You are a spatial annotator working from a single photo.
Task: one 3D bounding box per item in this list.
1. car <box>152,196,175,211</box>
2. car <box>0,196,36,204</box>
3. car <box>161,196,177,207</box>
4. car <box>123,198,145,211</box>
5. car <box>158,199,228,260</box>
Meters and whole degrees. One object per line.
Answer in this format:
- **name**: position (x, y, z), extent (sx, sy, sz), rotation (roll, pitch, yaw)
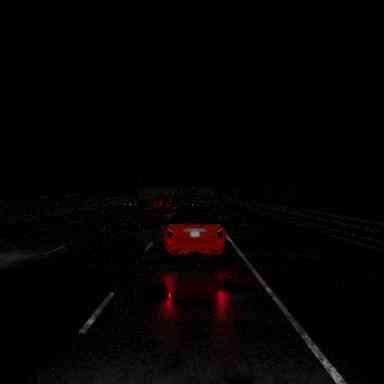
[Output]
- **car**: position (-3.405, 1.264, 38.641), extent (2.097, 1.767, 4.553), rotation (0, 0, 0)
- **car**: position (-17.538, 1.415, 33.955), extent (2.128, 1.511, 4.902), rotation (0, 0, 1)
- **car**: position (-3.409, 1.375, 50.263), extent (2.128, 1.511, 4.902), rotation (0, 0, 0)
- **car**: position (-6.905, 1.456, 39.728), extent (2.033, 1.411, 5.357), rotation (0, 0, 0)
- **car**: position (0.097, 1.324, 12.410), extent (2.097, 1.767, 4.553), rotation (0, 0, 0)
